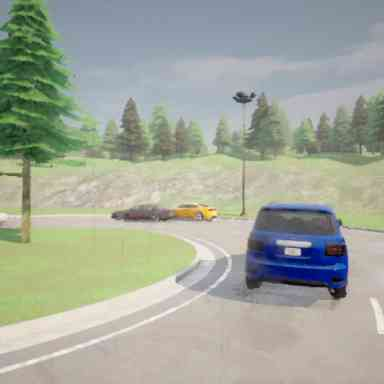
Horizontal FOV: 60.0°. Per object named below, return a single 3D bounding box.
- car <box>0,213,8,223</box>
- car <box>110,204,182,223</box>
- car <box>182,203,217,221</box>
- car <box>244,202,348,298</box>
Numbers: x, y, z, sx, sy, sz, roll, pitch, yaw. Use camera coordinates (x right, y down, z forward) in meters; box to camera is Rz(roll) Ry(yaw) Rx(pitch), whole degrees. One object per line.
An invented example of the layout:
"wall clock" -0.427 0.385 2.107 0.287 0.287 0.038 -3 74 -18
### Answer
"car" -14.785 1.667 21.831 4.718 1.301 1.895 1 -1 -31
"car" -3.861 1.711 27.040 5.357 1.411 2.033 0 -1 15
"car" -0.247 1.676 29.010 5.008 1.535 1.882 0 -1 28
"car" 2.856 1.299 9.107 2.150 2.045 5.566 1 0 19
